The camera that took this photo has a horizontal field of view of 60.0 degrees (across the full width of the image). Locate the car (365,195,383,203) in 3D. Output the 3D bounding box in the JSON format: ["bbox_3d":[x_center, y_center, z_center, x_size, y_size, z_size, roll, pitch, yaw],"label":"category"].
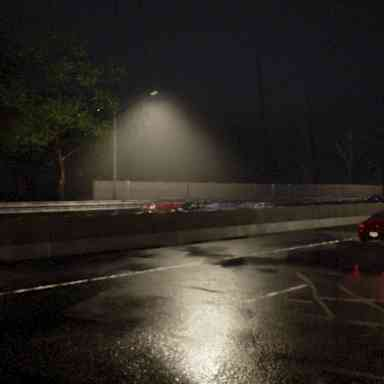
[{"bbox_3d":[31.318,1.291,56.322,4.553,1.767,2.097,0,0,-35],"label":"car"}]

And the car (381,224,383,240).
[{"bbox_3d":[7.144,1.544,8.842,4.181,1.385,1.994,0,0,-35],"label":"car"}]

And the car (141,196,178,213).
[{"bbox_3d":[-2.545,1.324,31.700,4.553,1.767,2.097,0,0,-38],"label":"car"}]

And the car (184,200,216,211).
[{"bbox_3d":[2.296,1.518,27.123,5.357,1.411,2.033,0,0,-36],"label":"car"}]

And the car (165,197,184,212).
[{"bbox_3d":[0.347,1.474,30.031,4.892,1.490,1.837,-1,0,-35],"label":"car"}]

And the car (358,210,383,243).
[{"bbox_3d":[9.084,1.498,14.521,4.674,1.442,1.812,0,0,-35],"label":"car"}]

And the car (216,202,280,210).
[{"bbox_3d":[4.530,1.461,24.415,4.902,1.511,2.128,0,0,-35],"label":"car"}]
